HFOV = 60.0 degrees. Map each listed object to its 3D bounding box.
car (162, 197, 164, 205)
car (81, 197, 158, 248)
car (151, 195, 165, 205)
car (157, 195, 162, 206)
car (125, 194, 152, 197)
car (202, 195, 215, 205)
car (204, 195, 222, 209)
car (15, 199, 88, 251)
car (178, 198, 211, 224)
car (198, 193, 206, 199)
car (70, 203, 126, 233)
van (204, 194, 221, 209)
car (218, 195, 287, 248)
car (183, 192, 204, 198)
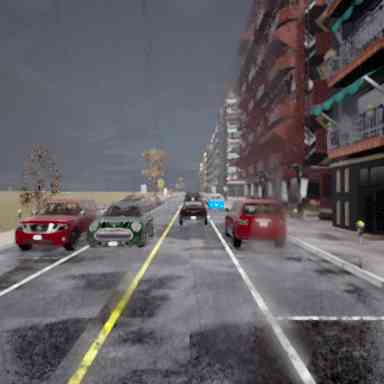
[{"bbox_3d":[-5.320,1.262,47.166,1.887,1.381,4.507,1,0,0],"label":"car"},{"bbox_3d":[-2.855,1.266,14.259,2.097,1.767,4.553,0,0,0],"label":"car"},{"bbox_3d":[-5.322,1.210,52.532,1.752,1.417,4.829,1,0,0],"label":"car"},{"bbox_3d":[-5.319,1.301,41.630,2.008,1.369,4.403,1,0,0],"label":"car"},{"bbox_3d":[-5.313,1.131,30.556,2.192,1.841,5.009,1,0,0],"label":"car"},{"bbox_3d":[2.558,1.206,53.302,1.752,1.417,4.829,1,0,0],"label":"car"},{"bbox_3d":[2.563,1.187,42.042,1.967,1.590,4.097,1,0,0],"label":"car"},{"bbox_3d":[-5.308,1.231,13.948,2.192,1.841,5.009,1,0,0],"label":"car"},{"bbox_3d":[0.093,1.364,23.169,1.837,1.490,4.892,0,0,0],"label":"car"},{"bbox_3d":[2.548,1.040,85.645,2.008,1.369,4.403,1,0,0],"label":"car"},{"bbox_3d":[-5.312,1.433,19.485,2.008,1.369,4.403,1,0,0],"label":"car"},{"bbox_3d":[2.565,1.122,36.496,1.690,1.788,3.998,1,0,0],"label":"van"},{"bbox_3d":[2.572,1.228,14.317,2.192,1.841,5.009,1,0,0],"label":"car"},{"bbox_3d":[0.087,0.973,40.912,2.150,2.045,5.566,0,0,0],"label":"car"}]
